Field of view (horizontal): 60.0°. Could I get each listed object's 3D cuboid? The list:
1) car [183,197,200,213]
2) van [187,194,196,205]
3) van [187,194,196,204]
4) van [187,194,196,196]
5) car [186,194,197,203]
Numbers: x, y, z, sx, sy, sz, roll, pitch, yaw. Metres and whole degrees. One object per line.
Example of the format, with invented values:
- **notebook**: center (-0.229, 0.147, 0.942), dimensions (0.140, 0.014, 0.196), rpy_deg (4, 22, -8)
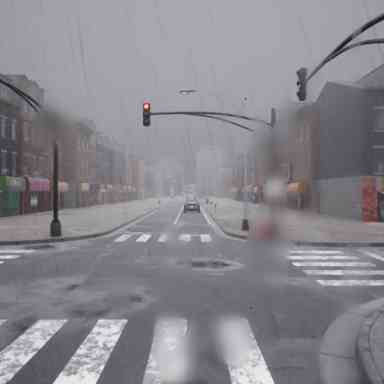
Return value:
- **car**: center (-0.016, 1.563, 36.720), dimensions (1.947, 1.339, 4.313), rpy_deg (0, 0, 0)
- **van**: center (-0.099, 1.344, 59.142), dimensions (1.690, 1.788, 3.998), rpy_deg (0, 0, 0)
- **van**: center (-0.119, 1.348, 64.748), dimensions (1.690, 1.788, 3.998), rpy_deg (0, 0, 0)
- **van**: center (-0.079, 1.341, 53.537), dimensions (1.690, 1.788, 3.998), rpy_deg (0, 0, 0)
- **car**: center (-0.140, 1.326, 70.353), dimensions (2.192, 1.841, 5.009), rpy_deg (0, 0, 0)
